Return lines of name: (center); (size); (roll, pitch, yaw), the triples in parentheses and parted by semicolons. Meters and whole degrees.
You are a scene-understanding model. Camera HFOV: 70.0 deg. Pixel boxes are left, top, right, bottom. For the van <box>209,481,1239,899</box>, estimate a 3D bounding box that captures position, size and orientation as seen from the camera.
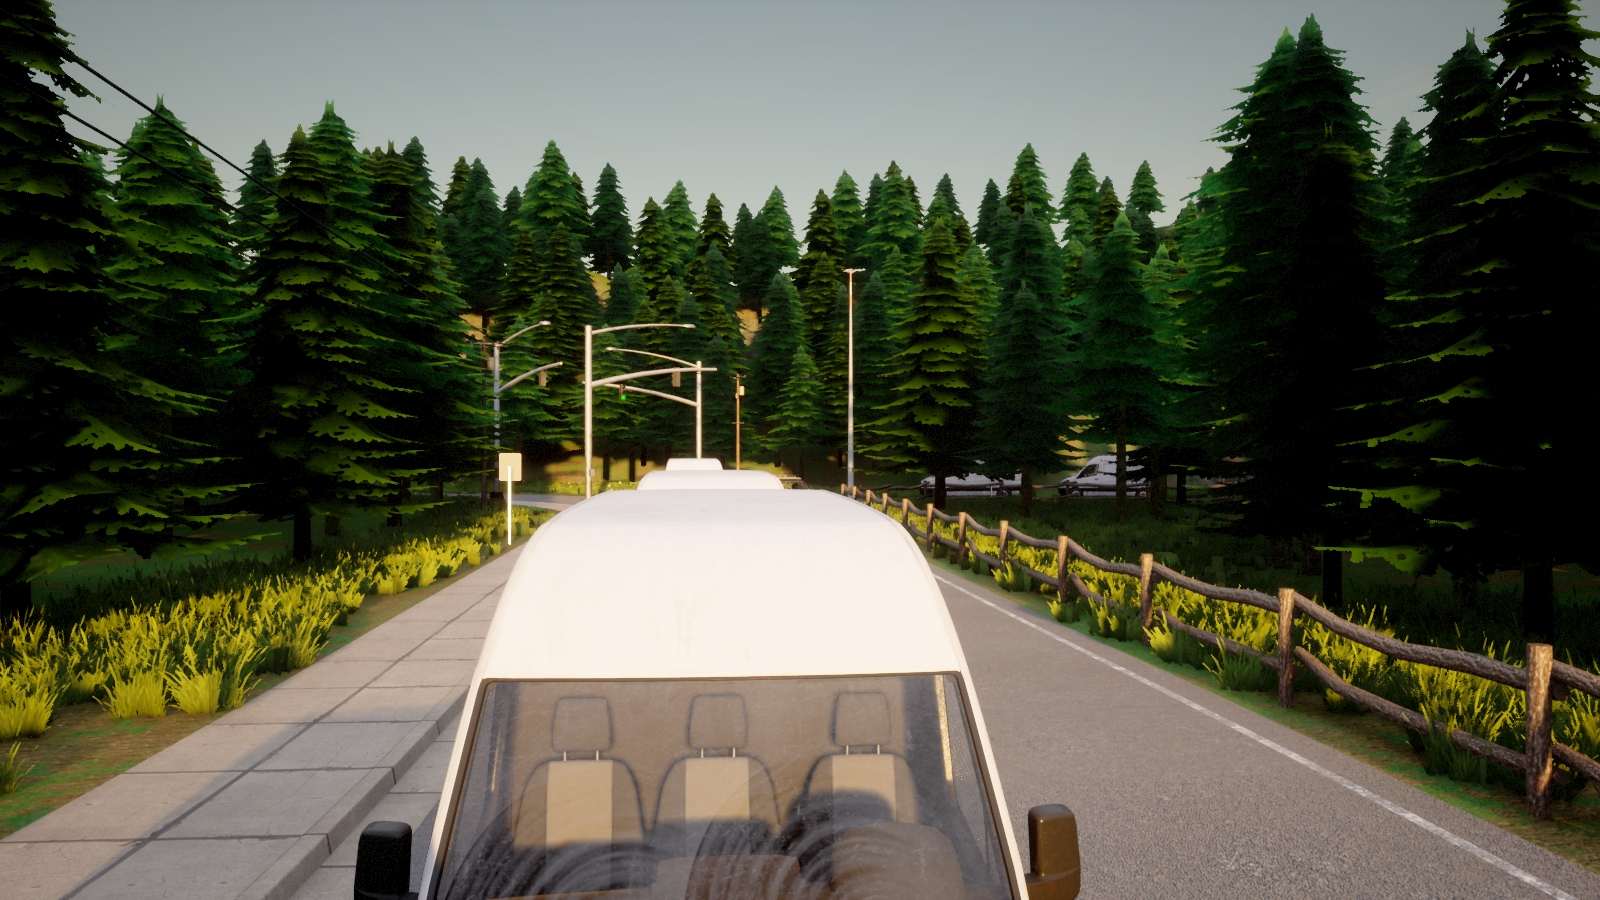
van: (-0.349, 1.499, 5.158); (1.988, 2.561, 5.915); (0, 0, -5)
